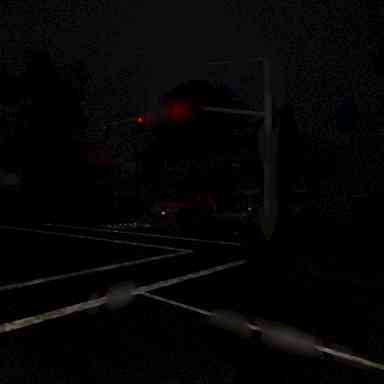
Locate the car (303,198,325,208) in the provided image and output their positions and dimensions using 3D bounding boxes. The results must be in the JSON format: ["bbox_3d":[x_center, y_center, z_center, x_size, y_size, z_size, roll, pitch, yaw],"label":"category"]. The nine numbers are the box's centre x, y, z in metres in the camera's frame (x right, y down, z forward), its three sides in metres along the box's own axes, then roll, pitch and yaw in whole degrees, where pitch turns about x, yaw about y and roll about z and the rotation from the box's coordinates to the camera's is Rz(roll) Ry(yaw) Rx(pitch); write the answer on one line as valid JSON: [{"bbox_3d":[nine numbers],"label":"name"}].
[{"bbox_3d":[17.433,1.527,47.392,1.812,1.442,4.674,0,1,41],"label":"car"}]

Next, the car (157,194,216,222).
[{"bbox_3d":[-0.326,1.221,27.021,2.150,2.045,5.566,0,0,41],"label":"car"}]

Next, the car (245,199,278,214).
[{"bbox_3d":[7.540,1.492,36.049,2.128,1.511,4.902,0,0,41],"label":"car"}]
